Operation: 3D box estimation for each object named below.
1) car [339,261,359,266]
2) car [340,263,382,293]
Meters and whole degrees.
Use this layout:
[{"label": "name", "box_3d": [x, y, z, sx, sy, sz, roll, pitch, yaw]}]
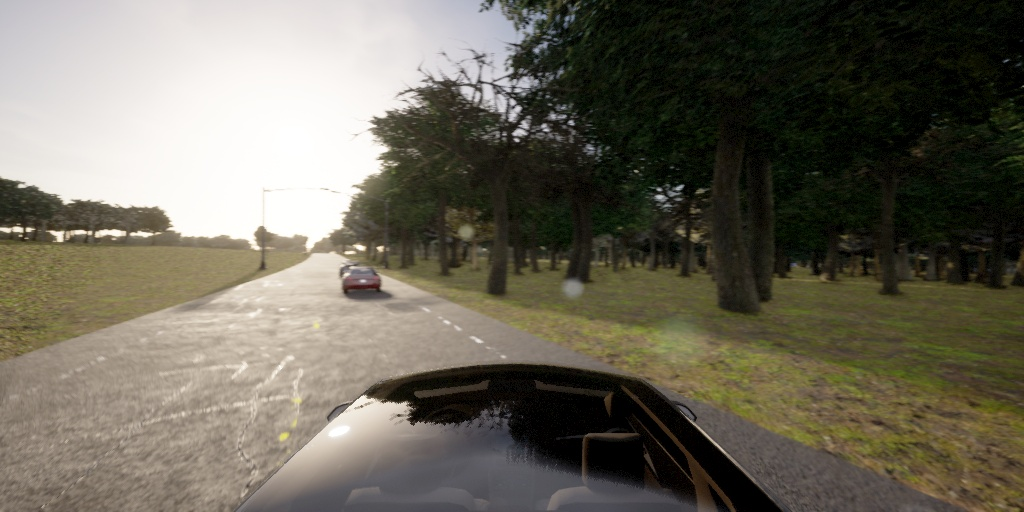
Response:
[{"label": "car", "box_3d": [-15.313, 1.168, 33.985, 2.128, 1.511, 4.902, 0, 0, -26]}, {"label": "car", "box_3d": [-8.647, 1.274, 20.584, 1.994, 1.385, 4.181, 0, 0, -25]}]
